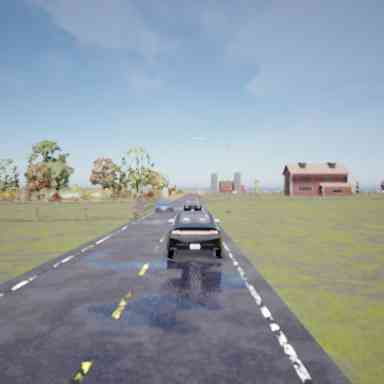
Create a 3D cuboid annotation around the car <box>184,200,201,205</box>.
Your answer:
[{"bbox_3d":[0.077,1.542,35.793,1.895,1.301,4.718,0,0,0],"label":"car"}]

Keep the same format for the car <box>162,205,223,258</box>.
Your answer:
[{"bbox_3d":[0.094,1.471,12.690,2.128,1.511,4.902,0,0,0],"label":"car"}]

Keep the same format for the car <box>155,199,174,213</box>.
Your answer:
[{"bbox_3d":[-2.871,1.467,35.984,1.812,1.442,4.674,0,0,0],"label":"car"}]
